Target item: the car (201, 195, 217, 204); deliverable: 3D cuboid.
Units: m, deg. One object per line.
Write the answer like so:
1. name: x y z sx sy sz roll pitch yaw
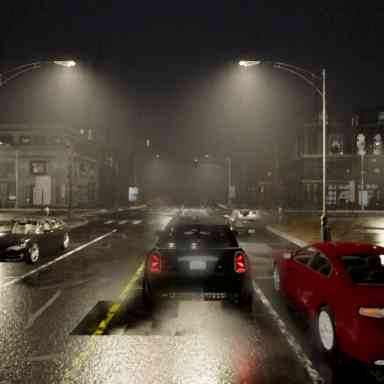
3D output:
1. car: 2.758 1.570 49.685 1.947 1.339 4.313 0 0 0

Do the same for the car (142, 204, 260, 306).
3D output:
1. car: 0.110 1.352 8.167 2.097 1.767 4.553 0 0 0

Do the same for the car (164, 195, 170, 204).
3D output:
1. car: -5.608 1.556 60.752 2.008 1.369 4.403 0 0 0

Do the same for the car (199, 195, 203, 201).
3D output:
1. car: 2.772 1.587 60.727 1.802 1.307 4.206 0 0 0

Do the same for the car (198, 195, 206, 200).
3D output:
1. car: 2.815 1.567 93.860 2.008 1.369 4.403 0 0 0

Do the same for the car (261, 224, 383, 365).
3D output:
1. car: 2.702 1.545 5.910 1.887 1.381 4.507 0 0 0

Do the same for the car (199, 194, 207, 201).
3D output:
1. car: 2.809 1.454 88.337 1.967 1.590 4.097 0 0 0

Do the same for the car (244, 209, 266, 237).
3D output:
1. car: 2.717 1.552 17.295 2.008 1.369 4.403 0 0 0

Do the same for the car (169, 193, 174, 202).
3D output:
1. car: -5.593 1.448 71.796 1.967 1.590 4.097 0 0 0

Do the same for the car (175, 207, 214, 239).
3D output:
1. car: 0.114 1.602 18.388 1.895 1.301 4.718 0 0 0

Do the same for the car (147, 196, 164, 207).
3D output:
1. car: -5.622 1.586 49.709 1.802 1.307 4.206 0 0 0

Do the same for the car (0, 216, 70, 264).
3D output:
1. car: -5.671 1.551 11.631 2.008 1.369 4.403 0 0 0
